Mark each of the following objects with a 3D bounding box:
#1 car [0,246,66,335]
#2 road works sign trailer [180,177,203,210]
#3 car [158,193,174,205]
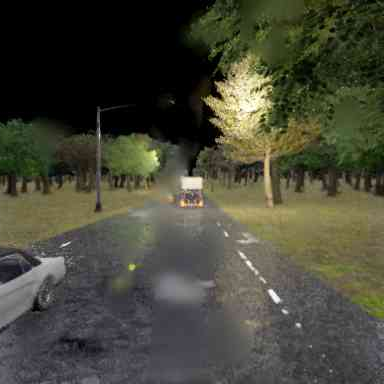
[{"bbox_3d":[-3.601,1.579,4.820,1.895,1.301,4.718,0,0,0],"label":"car"},{"bbox_3d":[0.002,0.085,37.342,2.380,3.560,2.880,0,1,0],"label":"road works sign trailer"},{"bbox_3d":[-3.580,0.903,46.154,1.882,1.535,5.008,0,1,0],"label":"car"}]
